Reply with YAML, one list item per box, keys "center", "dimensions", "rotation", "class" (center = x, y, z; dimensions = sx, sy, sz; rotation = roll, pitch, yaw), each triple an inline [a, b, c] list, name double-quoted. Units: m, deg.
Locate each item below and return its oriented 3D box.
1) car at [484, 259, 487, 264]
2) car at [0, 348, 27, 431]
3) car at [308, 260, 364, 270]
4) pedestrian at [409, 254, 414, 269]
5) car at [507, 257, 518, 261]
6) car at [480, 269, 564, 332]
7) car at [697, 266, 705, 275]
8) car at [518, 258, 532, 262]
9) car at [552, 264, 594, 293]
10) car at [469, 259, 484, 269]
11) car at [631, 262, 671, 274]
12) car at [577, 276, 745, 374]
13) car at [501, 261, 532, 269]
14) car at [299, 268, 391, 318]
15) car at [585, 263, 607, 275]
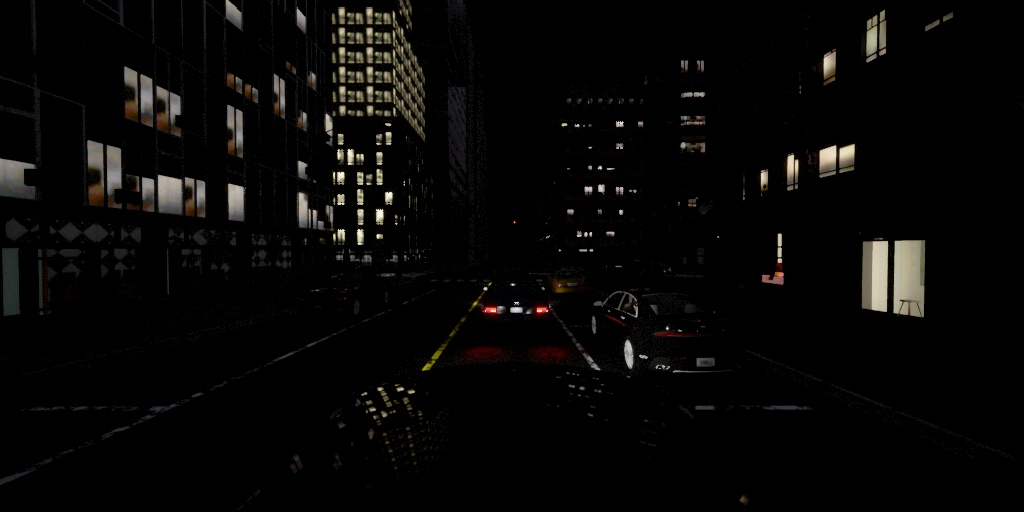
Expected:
- center: [-5.840, 1.303, 62.242]
  dimensions: [1.948, 1.339, 4.313]
  rotation: [0, 0, 0]
  class: "car"
- center: [-5.796, 1.300, 1.757]
  dimensions: [2.007, 1.370, 4.403]
  rotation: [0, 0, 0]
  class: "car"
- center: [-17.667, 1.108, 36.421]
  dimensions: [5.008, 1.535, 1.882]
  rotation: [0, 1, -1]
  class: "car"
- center: [-12.655, 0.669, 45.089]
  dimensions: [0.375, 1.860, 0.375]
  rotation: [0, 0, 1]
  class: "pedestrian"
- center: [-0.059, 1.215, 65.021]
  dimensions: [1.882, 1.535, 5.008]
  rotation: [0, 0, 0]
  class: "car"
- center: [0.079, 1.295, 10.801]
  dimensions: [2.033, 1.411, 5.357]
  rotation: [0, 0, 0]
  class: "car"
- center: [22.864, 1.397, 39.147]
  dimensions: [5.008, 1.535, 1.882]
  rotation: [0, 1, 1]
  class: "car"
- center: [2.541, 1.288, 62.263]
  dimensions: [2.007, 1.370, 4.403]
  rotation: [0, 0, 0]
  class: "car"
- center: [2.776, 1.271, 18.824]
  dimensions: [1.751, 1.417, 4.829]
  rotation: [0, 0, 0]
  class: "car"
- center: [-5.825, 1.263, 56.418]
  dimensions: [1.751, 1.417, 4.829]
  rotation: [0, 0, 0]
  class: "car"
- center: [16.210, 1.372, 41.826]
  dimensions: [4.403, 1.370, 2.007]
  rotation: [0, 0, 1]
  class: "car"
- center: [2.804, 1.299, 7.365]
  dimensions: [2.007, 1.370, 4.403]
  rotation: [0, 0, 0]
  class: "car"
- center: [0.045, 1.249, 21.223]
  dimensions: [1.837, 1.490, 4.892]
  rotation: [0, 0, 0]
  class: "car"
- center: [-5.850, 1.292, 13.046]
  dimensions: [1.888, 1.381, 4.507]
  rotation: [0, 0, 0]
  class: "car"
- center: [7.981, 1.388, 39.661]
  dimensions: [4.718, 1.301, 1.895]
  rotation: [1, 1, 7]
  class: "car"
